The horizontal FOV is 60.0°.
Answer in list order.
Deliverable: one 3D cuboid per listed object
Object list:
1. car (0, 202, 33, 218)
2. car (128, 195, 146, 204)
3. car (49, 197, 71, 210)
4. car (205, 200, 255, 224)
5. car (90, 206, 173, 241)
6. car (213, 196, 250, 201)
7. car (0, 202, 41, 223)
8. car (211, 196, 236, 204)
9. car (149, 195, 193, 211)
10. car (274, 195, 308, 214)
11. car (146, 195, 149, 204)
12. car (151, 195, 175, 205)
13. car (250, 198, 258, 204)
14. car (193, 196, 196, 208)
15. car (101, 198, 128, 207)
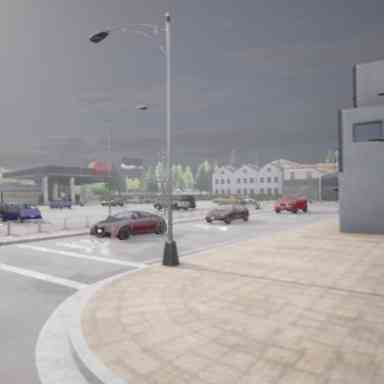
[{"bbox_3d":[-18.004,1.782,33.486,3.806,1.475,1.970,-1,0,36],"label":"car"},{"bbox_3d":[-12.720,1.952,72.294,3.806,1.475,1.970,-1,0,36],"label":"car"},{"bbox_3d":[-19.763,1.839,49.658,3.633,1.501,1.845,-1,0,36],"label":"car"},{"bbox_3d":[2.877,1.645,26.060,1.812,1.442,4.674,-1,0,36],"label":"car"},{"bbox_3d":[-3.287,1.694,17.678,1.994,1.385,4.181,-1,0,37],"label":"car"},{"bbox_3d":[6.284,1.434,54.486,5.027,1.636,2.152,-1,0,36],"label":"car"},{"bbox_3d":[-13.788,1.685,26.691,3.633,1.501,1.845,-1,0,36],"label":"car"},{"bbox_3d":[6.312,1.658,66.973,4.514,1.523,2.007,-1,0,36],"label":"car"},{"bbox_3d":[-2.679,1.389,41.589,4.605,1.855,1.932,-1,0,36],"label":"car"},{"bbox_3d":[11.236,1.327,37.440,2.150,2.045,5.566,-1,-1,37],"label":"car"},{"bbox_3d":[-10.263,1.657,74.613,3.866,1.878,1.905,-1,0,36],"label":"car"},{"bbox_3d":[-5.867,1.585,67.307,4.605,1.855,1.932,-1,0,36],"label":"car"},{"bbox_3d":[9.823,1.511,59.849,3.806,1.475,1.970,-1,0,36],"label":"car"},{"bbox_3d":[-1.291,1.370,44.175,3.866,1.878,1.905,-1,0,36],"label":"car"},{"bbox_3d":[-13.813,1.807,57.687,4.514,1.523,2.007,-1,0,36],"label":"car"}]
